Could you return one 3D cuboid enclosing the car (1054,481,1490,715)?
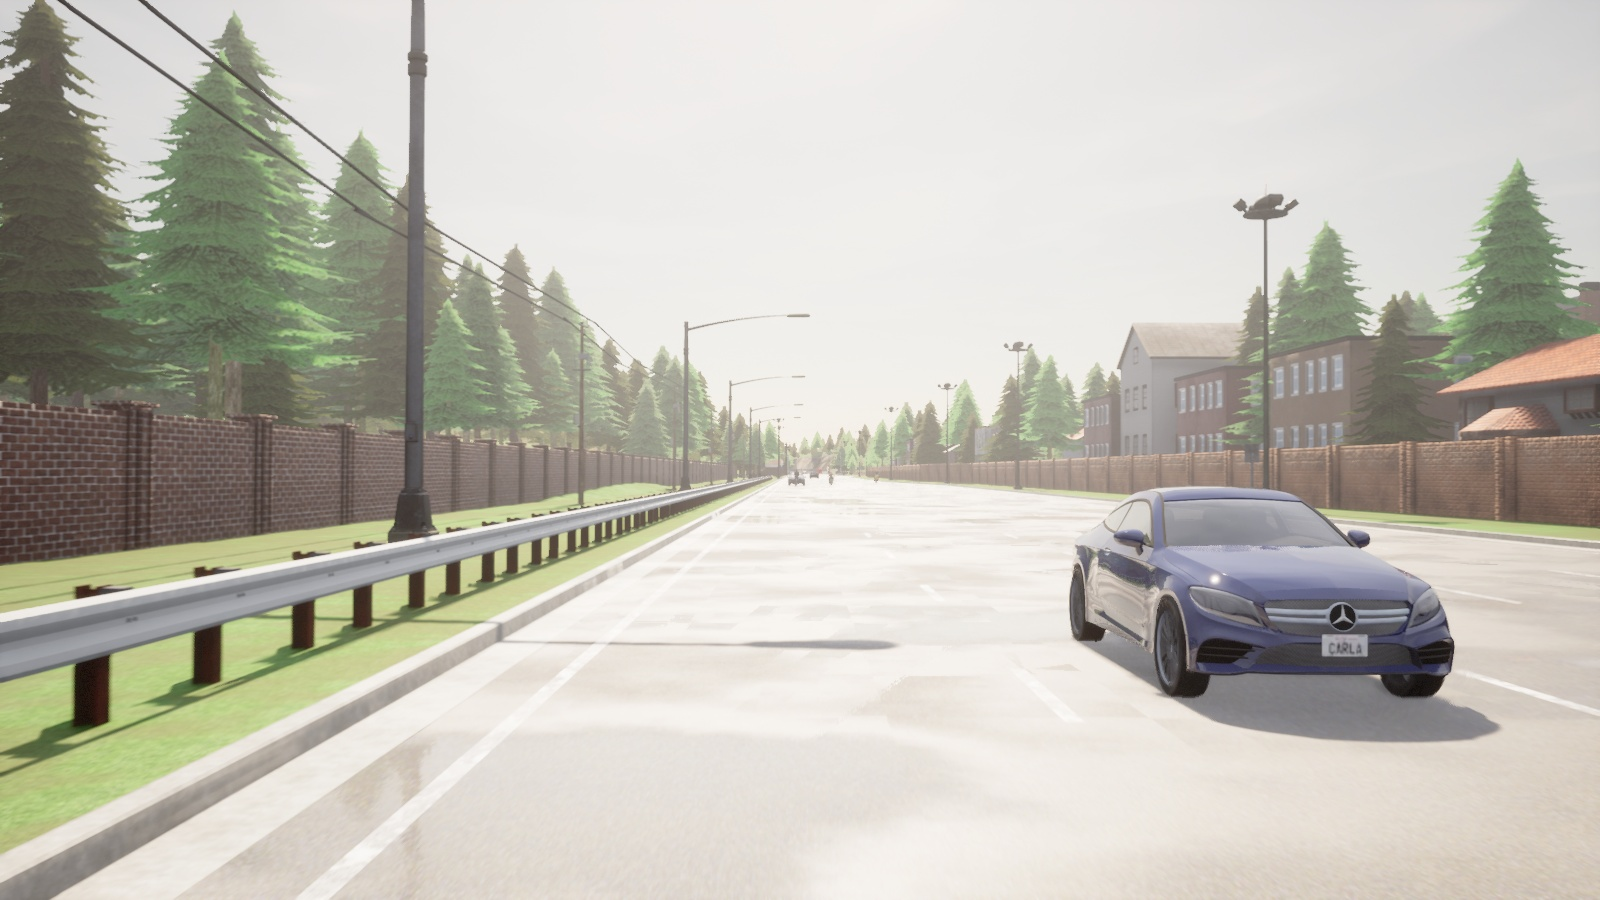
[{"bbox_3d":[3.474,0.999,10.330,1.812,1.442,4.674,0,-1,0],"label":"car"}]
